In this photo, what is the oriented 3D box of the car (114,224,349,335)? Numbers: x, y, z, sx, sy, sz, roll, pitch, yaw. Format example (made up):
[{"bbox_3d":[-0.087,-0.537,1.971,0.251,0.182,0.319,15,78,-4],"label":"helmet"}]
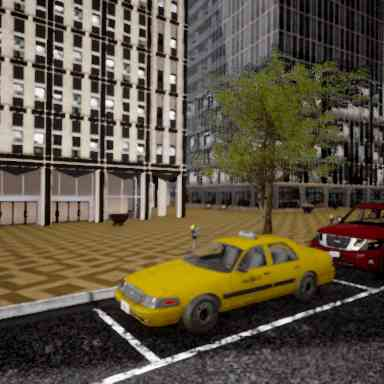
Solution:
[{"bbox_3d":[0.919,1.499,6.671,4.829,1.417,1.752,0,1,-35],"label":"car"}]

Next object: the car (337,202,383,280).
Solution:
[{"bbox_3d":[5.763,1.255,9.923,5.009,1.841,2.192,0,1,-33],"label":"car"}]
